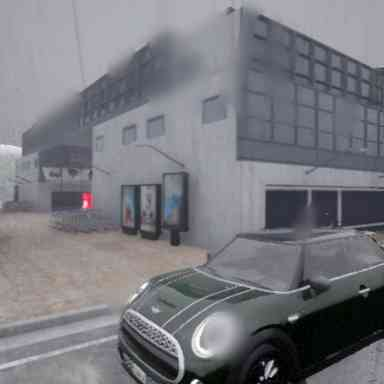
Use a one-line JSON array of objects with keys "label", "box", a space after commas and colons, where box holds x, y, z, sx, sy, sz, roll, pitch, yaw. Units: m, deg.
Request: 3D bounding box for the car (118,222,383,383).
[{"label": "car", "box": [1.264, 1.366, 4.893, 4.553, 1.767, 2.097, 0, 0, -36]}]
